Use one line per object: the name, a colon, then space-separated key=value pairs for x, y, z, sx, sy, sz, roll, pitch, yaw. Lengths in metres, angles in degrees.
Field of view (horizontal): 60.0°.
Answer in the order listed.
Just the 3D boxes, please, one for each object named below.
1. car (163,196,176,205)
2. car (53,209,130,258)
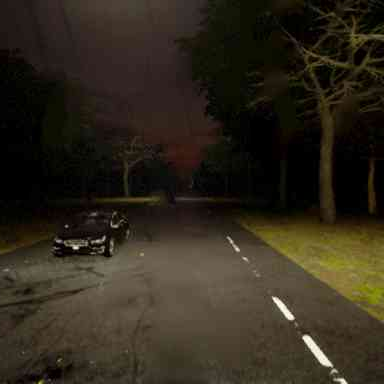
car: x=-3.581 y=1.285 z=53.367 sx=2.033 sy=1.411 sz=5.357 roll=0 pitch=0 yaw=0
car: x=-3.603 y=1.467 z=12.730 sx=1.837 sy=1.490 sz=4.892 roll=0 pitch=0 yaw=0
